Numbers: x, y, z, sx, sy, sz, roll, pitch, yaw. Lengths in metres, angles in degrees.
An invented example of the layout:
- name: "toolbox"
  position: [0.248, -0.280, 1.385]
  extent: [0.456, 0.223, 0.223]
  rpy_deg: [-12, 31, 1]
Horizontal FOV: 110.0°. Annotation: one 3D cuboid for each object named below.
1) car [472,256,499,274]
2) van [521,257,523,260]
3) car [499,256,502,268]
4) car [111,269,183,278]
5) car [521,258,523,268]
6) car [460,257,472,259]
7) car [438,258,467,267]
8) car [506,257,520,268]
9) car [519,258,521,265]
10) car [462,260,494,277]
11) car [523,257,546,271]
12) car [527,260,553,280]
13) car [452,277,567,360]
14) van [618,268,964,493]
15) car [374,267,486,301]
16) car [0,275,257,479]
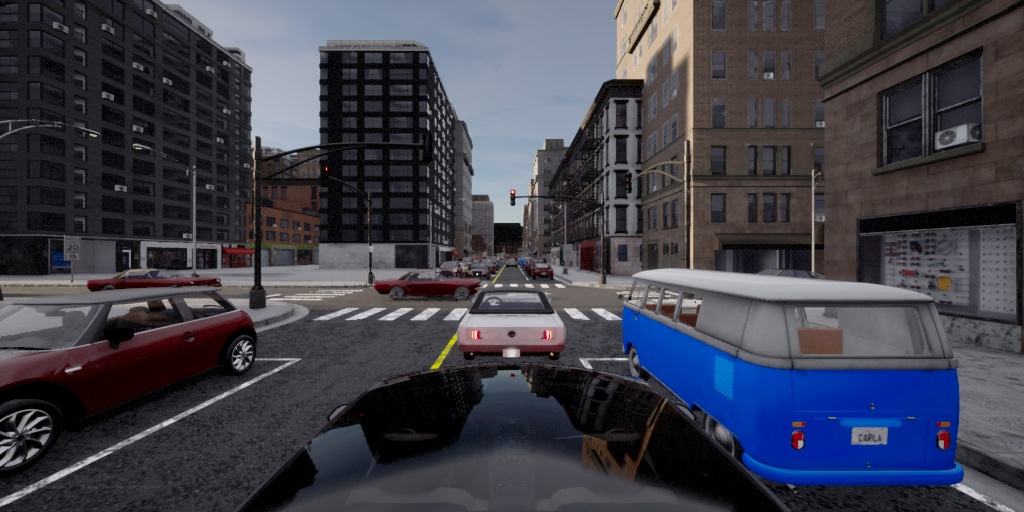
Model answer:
- name: "car"
  position: [-2.892, 1.100, 40.157]
  extent: [2.097, 1.767, 4.553]
  rpy_deg: [0, 0, 0]
- name: "van"
  position: [2.558, 1.086, 53.012]
  extent: [1.690, 1.789, 3.998]
  rpy_deg: [0, 0, 0]
- name: "car"
  position: [-2.910, 1.099, 49.032]
  extent: [2.097, 1.767, 4.553]
  rpy_deg: [0, 0, 0]
- name: "car"
  position: [-16.432, 1.269, 16.708]
  extent: [4.718, 1.301, 1.895]
  rpy_deg: [0, 0, 0]
- name: "car"
  position: [2.566, 1.292, 47.602]
  extent: [1.888, 1.381, 4.507]
  rpy_deg: [0, 0, 0]
- name: "car"
  position: [-5.450, 1.063, 42.180]
  extent: [2.192, 1.841, 5.009]
  rpy_deg: [0, 0, 0]
- name: "car"
  position: [-5.433, 1.188, 31.361]
  extent: [1.967, 1.591, 4.097]
  rpy_deg: [0, 0, 0]
- name: "car"
  position: [-0.004, 1.306, 62.329]
  extent: [1.994, 1.385, 4.181]
  rpy_deg: [0, 0, 1]
- name: "car"
  position: [2.549, 1.309, 58.421]
  extent: [1.948, 1.339, 4.313]
  rpy_deg: [0, 0, 0]
- name: "car"
  position: [-2.896, 1.313, 31.537]
  extent: [1.994, 1.385, 4.181]
  rpy_deg: [0, 0, -1]
- name: "car"
  position: [2.584, 1.063, 36.783]
  extent: [2.192, 1.841, 5.009]
  rpy_deg: [0, 0, 0]
- name: "car"
  position: [2.592, 1.294, 31.374]
  extent: [1.888, 1.381, 4.507]
  rpy_deg: [0, 0, 0]
- name: "car"
  position: [-0.008, 1.351, 8.278]
  extent: [1.895, 1.301, 4.718]
  rpy_deg: [0, 0, 0]
- name: "van"
  position: [2.635, 1.091, 4.493]
  extent: [1.690, 1.789, 3.998]
  rpy_deg: [0, 0, 0]
- name: "car"
  position: [-3.744, 1.339, 16.732]
  extent: [4.718, 1.301, 1.895]
  rpy_deg: [0, 0, 0]
- name: "car"
  position: [-5.390, 1.190, 4.481]
  extent: [1.967, 1.591, 4.097]
  rpy_deg: [0, 0, 0]
